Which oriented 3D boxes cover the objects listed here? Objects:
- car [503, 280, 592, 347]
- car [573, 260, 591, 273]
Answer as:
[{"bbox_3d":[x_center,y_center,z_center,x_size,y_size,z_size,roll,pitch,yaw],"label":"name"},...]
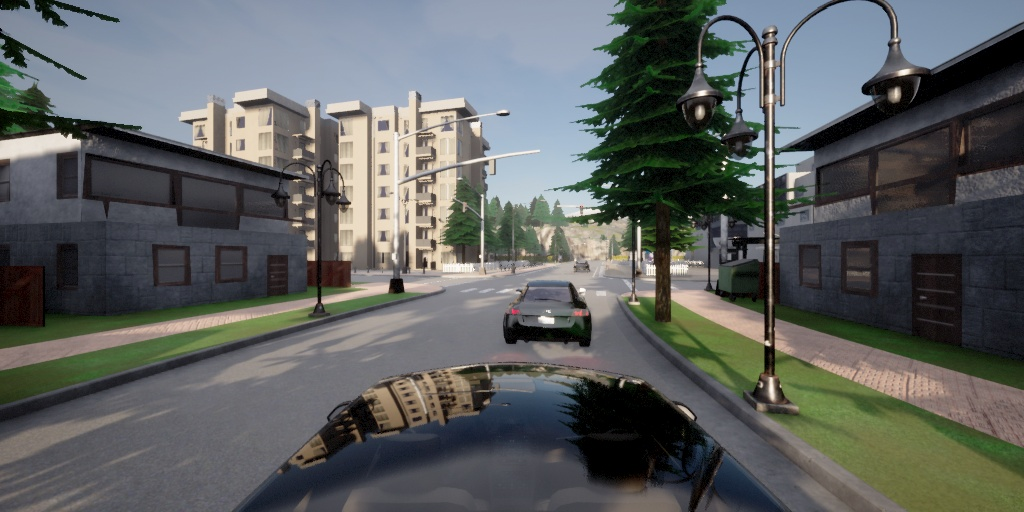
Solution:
[{"bbox_3d":[1.005,1.314,9.454,1.994,1.385,4.181,0,0,8],"label":"car"},{"bbox_3d":[8.776,1.276,44.988,2.128,1.511,4.902,0,0,14],"label":"car"}]
